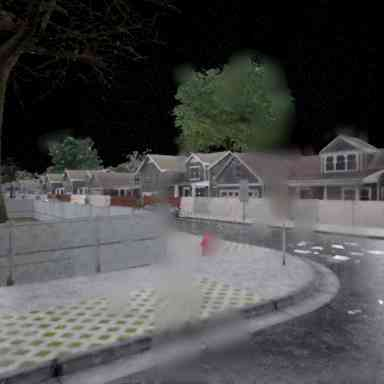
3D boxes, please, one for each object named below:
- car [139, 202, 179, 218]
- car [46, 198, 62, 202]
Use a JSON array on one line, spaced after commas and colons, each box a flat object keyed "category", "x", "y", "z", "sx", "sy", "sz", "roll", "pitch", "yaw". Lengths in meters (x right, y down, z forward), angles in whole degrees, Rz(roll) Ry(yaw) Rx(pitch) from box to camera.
[{"category": "car", "x": -2.973, "y": 1.576, "z": 28.898, "sx": 1.994, "sy": 1.385, "sz": 4.181, "roll": 0, "pitch": 0, "yaw": -40}, {"category": "car", "x": -19.447, "y": 1.582, "z": 46.348, "sx": 2.033, "sy": 1.411, "sz": 5.357, "roll": 0, "pitch": 0, "yaw": -36}]
